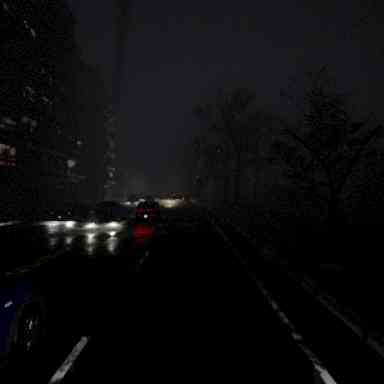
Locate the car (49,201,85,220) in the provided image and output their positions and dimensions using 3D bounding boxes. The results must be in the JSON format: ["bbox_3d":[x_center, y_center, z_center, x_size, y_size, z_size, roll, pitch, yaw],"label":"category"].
[{"bbox_3d":[-10.047,1.497,27.765,2.033,1.411,5.357,0,0,-1],"label":"car"}]

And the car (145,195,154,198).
[{"bbox_3d":[-8.741,1.345,67.410,1.882,1.535,5.008,0,0,-5],"label":"car"}]

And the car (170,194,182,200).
[{"bbox_3d":[-3.593,1.230,82.740,2.128,1.511,4.902,0,0,-6],"label":"car"}]

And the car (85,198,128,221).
[{"bbox_3d":[-6.783,1.428,26.930,1.882,1.535,5.008,0,0,-1],"label":"car"}]

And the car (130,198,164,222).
[{"bbox_3d":[-3.312,1.457,25.808,1.837,1.490,4.892,0,0,-1],"label":"car"}]

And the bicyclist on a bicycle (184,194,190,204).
[{"bbox_3d":[-0.584,1.254,57.136,0.659,1.776,1.843,0,0,-4],"label":"bicyclist on a bicycle"}]

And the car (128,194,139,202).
[{"bbox_3d":[-12.084,1.211,68.401,2.097,1.767,4.553,0,0,-5],"label":"car"}]

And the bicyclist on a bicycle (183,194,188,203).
[{"bbox_3d":[-1.284,1.296,66.907,0.866,1.612,1.509,0,0,-5],"label":"bicyclist on a bicycle"}]

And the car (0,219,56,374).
[{"bbox_3d":[-3.149,1.346,2.972,2.097,1.767,4.553,0,0,0],"label":"car"}]
